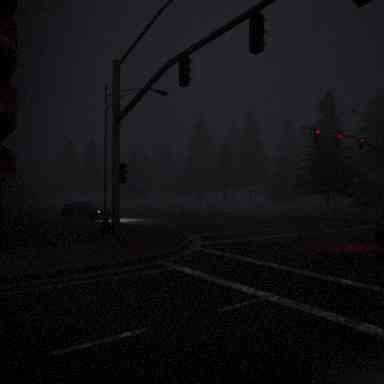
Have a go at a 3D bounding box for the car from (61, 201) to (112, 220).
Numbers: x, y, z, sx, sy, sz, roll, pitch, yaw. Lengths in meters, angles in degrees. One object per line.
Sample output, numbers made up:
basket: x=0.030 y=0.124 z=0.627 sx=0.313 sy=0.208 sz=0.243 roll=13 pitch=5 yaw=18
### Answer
car: x=-8.928 y=1.531 z=28.066 sx=4.674 sy=1.442 sz=1.812 roll=0 pitch=0 yaw=26

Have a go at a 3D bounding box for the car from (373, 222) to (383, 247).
car: x=8.670 y=1.556 z=10.911 sx=2.128 sy=1.511 sz=4.902 roll=1 pitch=0 yaw=-36
